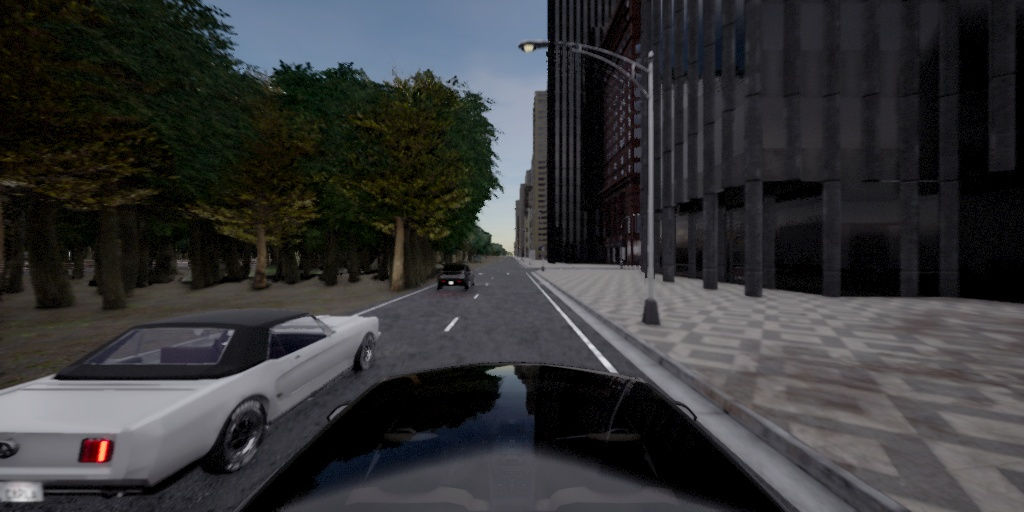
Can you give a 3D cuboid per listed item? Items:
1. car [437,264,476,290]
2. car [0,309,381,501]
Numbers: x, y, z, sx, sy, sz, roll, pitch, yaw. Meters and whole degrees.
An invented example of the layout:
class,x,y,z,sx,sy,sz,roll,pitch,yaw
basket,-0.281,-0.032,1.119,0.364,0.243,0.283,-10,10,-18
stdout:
class,x,y,z,sx,sy,sz,roll,pitch,yaw
car,-3.409,1.249,22.482,1.837,1.490,4.892,0,0,0
car,-3.401,1.349,4.709,1.895,1.301,4.718,0,0,0
